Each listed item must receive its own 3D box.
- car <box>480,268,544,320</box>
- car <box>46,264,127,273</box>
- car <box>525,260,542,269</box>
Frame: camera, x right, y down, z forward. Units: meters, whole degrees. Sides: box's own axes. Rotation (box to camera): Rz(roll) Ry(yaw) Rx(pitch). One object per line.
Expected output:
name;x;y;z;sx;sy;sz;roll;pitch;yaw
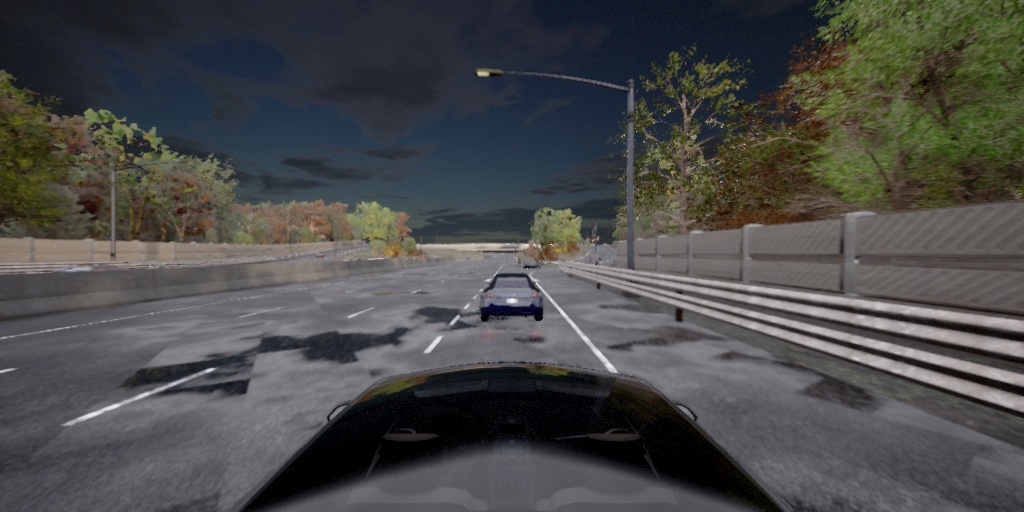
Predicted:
car;0.000;1.279;12.504;1.994;1.385;4.181;0;0;0
car;-21.082;1.225;17.787;1.812;1.442;4.674;0;0;0
car;3.319;1.277;54.874;1.994;1.385;4.181;1;-2;15
